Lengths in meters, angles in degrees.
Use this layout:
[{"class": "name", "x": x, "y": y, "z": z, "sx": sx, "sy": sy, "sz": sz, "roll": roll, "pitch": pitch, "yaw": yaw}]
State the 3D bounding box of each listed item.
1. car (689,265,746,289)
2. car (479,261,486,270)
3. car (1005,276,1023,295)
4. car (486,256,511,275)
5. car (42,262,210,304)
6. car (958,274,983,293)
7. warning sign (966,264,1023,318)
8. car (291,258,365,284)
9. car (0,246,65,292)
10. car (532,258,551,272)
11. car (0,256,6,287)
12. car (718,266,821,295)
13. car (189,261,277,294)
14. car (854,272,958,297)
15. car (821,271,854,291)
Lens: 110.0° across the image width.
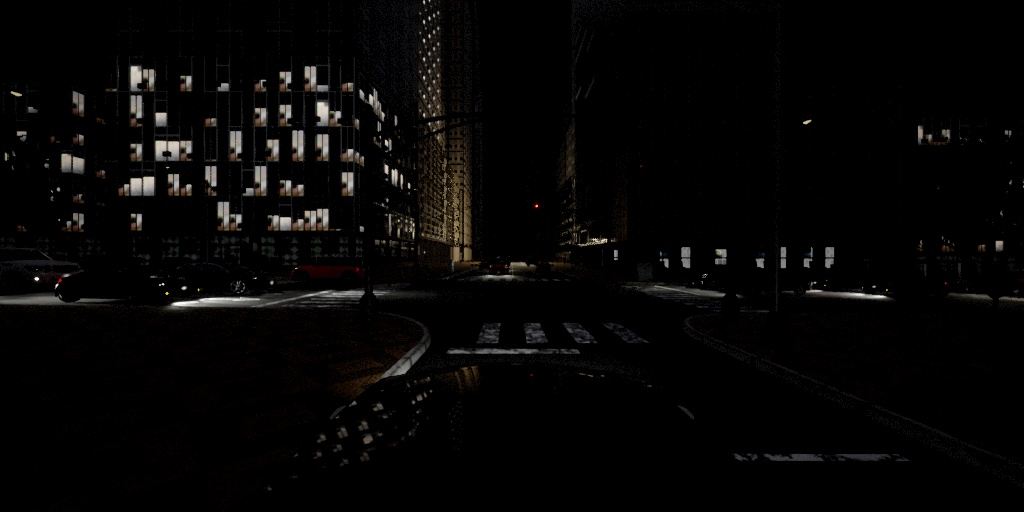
[{"class": "car", "x": 15.071, "y": 1.396, "z": 25.452, "sx": 4.553, "sy": 1.767, "sz": 2.097, "roll": 1, "pitch": 0, "yaw": -3}, {"class": "car", "x": -3.869, "y": 1.342, "z": 52.199, "sx": 1.802, "sy": 1.307, "sz": 4.207, "roll": 0, "pitch": 0, "yaw": 0}, {"class": "car", "x": 34.493, "y": 1.745, "z": 23.032, "sx": 4.553, "sy": 1.767, "sz": 2.097, "roll": 1, "pitch": 0, "yaw": -2}, {"class": "car", "x": -1.388, "y": 1.118, "z": 38.821, "sx": 2.097, "sy": 1.767, "sz": 4.553, "roll": 0, "pitch": 0, "yaw": 0}, {"class": "car", "x": -15.040, "y": 1.063, "z": 14.191, "sx": 4.181, "sy": 1.385, "sz": 1.994, "roll": 1, "pitch": 0, "yaw": -2}, {"class": "car", "x": 33.788, "y": 1.980, "z": 26.257, "sx": 4.718, "sy": 1.301, "sz": 1.895, "roll": 1, "pitch": 0, "yaw": -2}, {"class": "warning sign", "x": 17.309, "y": 1.204, "z": 12.837, "sx": 1.060, "sy": 1.860, "sz": 1.300, "roll": 0, "pitch": 0, "yaw": -2}, {"class": "car", "x": -12.304, "y": 0.897, "z": 24.272, "sx": 4.553, "sy": 1.767, "sz": 2.097, "roll": 1, "pitch": 0, "yaw": -4}, {"class": "car", "x": -24.081, "y": 0.553, "z": 17.051, "sx": 5.566, "sy": 2.045, "sz": 2.150, "roll": 1, "pitch": 0, "yaw": -2}, {"class": "car", "x": 4.067, "y": 1.329, "z": 46.681, "sx": 1.948, "sy": 1.339, "sz": 4.313, "roll": 0, "pitch": 0, "yaw": 0}, {"class": "car", "x": -23.687, "y": 0.832, "z": 13.820, "sx": 4.902, "sy": 1.511, "sz": 2.128, "roll": 1, "pitch": 0, "yaw": -3}, {"class": "car", "x": 15.862, "y": 1.564, "z": 22.244, "sx": 4.892, "sy": 1.490, "sz": 1.837, "roll": 1, "pitch": 0, "yaw": -4}, {"class": "car", "x": -14.241, "y": 1.004, "z": 17.486, "sx": 4.902, "sy": 1.511, "sz": 2.128, "roll": 1, "pitch": 0, "yaw": -3}, {"class": "car", "x": 24.730, "y": 1.782, "z": 22.618, "sx": 4.181, "sy": 1.385, "sz": 1.994, "roll": 1, "pitch": 0, "yaw": -3}, {"class": "car", "x": 23.694, "y": 1.762, "z": 25.841, "sx": 4.181, "sy": 1.385, "sz": 1.994, "roll": 1, "pitch": 0, "yaw": -5}]
